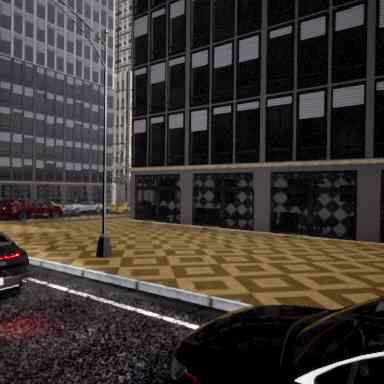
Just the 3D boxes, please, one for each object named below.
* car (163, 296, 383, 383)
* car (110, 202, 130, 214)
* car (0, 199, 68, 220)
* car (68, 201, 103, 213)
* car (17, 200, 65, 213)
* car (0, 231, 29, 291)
[{"bbox_3d":[1.986,1.505,2.258,4.892,1.490,1.837,0,0,36],"label":"car"},{"bbox_3d":[-7.335,1.826,38.851,1.752,1.417,4.829,1,0,37],"label":"car"},{"bbox_3d":[-14.164,1.515,29.664,2.192,1.841,5.009,1,0,37],"label":"car"},{"bbox_3d":[-13.174,1.790,40.688,1.895,1.301,4.718,1,0,37],"label":"car"},{"bbox_3d":[-17.629,1.637,39.051,1.752,1.417,4.829,1,0,37],"label":"car"},{"bbox_3d":[-5.731,1.499,7.801,4.892,1.490,1.837,0,0,36],"label":"car"}]
